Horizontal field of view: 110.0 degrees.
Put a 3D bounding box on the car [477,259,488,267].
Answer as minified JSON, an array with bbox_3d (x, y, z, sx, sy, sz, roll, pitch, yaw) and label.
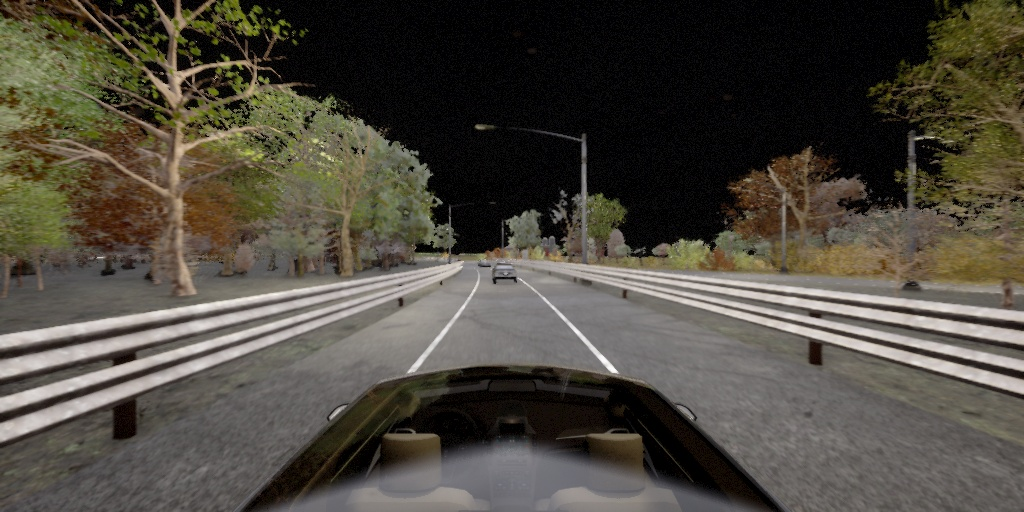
[{"bbox_3d":[-5.038,1.284,63.644,1.994,1.385,4.181,0,0,-10],"label":"car"}]

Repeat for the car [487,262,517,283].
[{"bbox_3d":[-0.677,1.302,28.449,2.033,1.411,5.357,0,0,-5],"label":"car"}]
